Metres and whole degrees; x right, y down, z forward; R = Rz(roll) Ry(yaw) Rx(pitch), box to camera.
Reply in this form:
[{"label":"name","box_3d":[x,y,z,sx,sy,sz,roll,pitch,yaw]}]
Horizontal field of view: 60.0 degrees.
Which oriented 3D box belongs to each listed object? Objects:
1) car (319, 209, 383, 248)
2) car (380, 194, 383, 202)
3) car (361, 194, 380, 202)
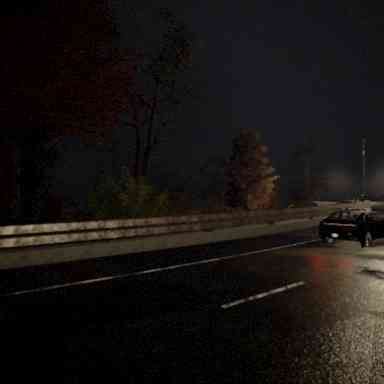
[{"label":"car","box_3d":[7.523,1.522,15.051,4.902,1.511,2.128,0,0,-43]},{"label":"car","box_3d":[42.077,1.298,72.382,2.097,1.767,4.553,0,0,8]},{"label":"car","box_3d":[38.635,1.307,73.017,2.097,1.767,4.553,0,0,8]}]
